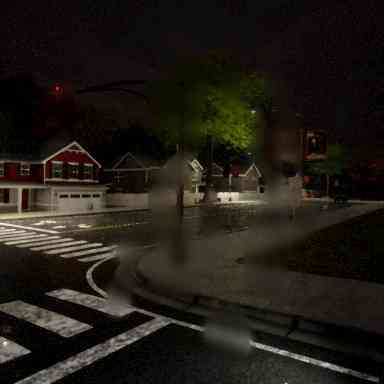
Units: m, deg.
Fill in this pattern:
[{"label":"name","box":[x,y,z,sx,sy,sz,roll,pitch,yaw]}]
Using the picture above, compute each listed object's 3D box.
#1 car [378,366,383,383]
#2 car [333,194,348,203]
[{"label":"car","box":[3.402,1.506,1.253,4.892,1.490,1.837,0,0,36]},{"label":"car","box":[28.066,1.205,62.687,2.128,1.511,4.902,1,0,36]}]
